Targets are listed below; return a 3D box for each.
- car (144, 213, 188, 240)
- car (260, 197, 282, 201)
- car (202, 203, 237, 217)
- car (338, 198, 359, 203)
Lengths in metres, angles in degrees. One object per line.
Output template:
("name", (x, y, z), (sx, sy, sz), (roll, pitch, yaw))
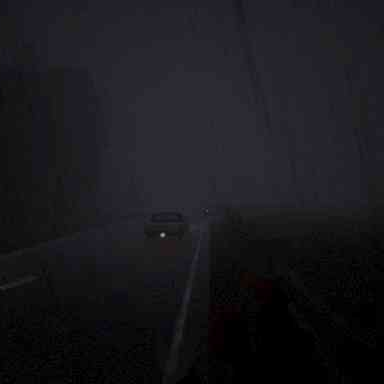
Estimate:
("car", (-1.268, 1.779, 18.185), (1.895, 1.301, 4.718), (0, -1, 4))
("car", (19.963, 1.988, 82.108), (4.605, 1.855, 1.932), (0, -1, 6))
("car", (3.062, 1.875, 34.831), (4.181, 1.385, 1.994), (0, -1, -42))
("car", (31.760, 1.957, 66.844), (4.611, 1.667, 2.242), (0, -1, 6))
